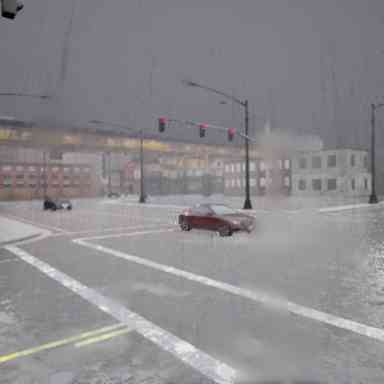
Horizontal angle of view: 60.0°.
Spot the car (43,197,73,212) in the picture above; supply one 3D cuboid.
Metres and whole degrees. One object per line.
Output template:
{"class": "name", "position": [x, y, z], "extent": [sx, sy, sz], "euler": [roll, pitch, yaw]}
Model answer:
{"class": "car", "position": [-14.175, 1.238, 35.000], "extent": [2.128, 1.511, 4.902], "euler": [-1, 1, -40]}

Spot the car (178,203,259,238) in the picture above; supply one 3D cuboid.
{"class": "car", "position": [1.143, 1.301, 16.452], "extent": [1.812, 1.442, 4.674], "euler": [-2, 1, -39]}

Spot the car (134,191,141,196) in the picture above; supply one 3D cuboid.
{"class": "car", "position": [-15.329, 0.317, 93.198], "extent": [1.853, 1.218, 4.536], "euler": [-1, 1, -8]}

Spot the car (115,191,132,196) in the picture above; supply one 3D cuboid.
{"class": "car", "position": [-19.093, 0.372, 92.917], "extent": [4.536, 1.218, 1.853], "euler": [0, 1, 22]}

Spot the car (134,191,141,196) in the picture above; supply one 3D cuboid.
{"class": "car", "position": [-15.320, 0.475, 93.148], "extent": [2.038, 1.542, 4.974], "euler": [-1, 1, -8]}

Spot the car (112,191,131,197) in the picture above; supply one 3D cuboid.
{"class": "car", "position": [-19.042, 0.529, 92.899], "extent": [4.974, 1.542, 2.038], "euler": [0, 1, 22]}
